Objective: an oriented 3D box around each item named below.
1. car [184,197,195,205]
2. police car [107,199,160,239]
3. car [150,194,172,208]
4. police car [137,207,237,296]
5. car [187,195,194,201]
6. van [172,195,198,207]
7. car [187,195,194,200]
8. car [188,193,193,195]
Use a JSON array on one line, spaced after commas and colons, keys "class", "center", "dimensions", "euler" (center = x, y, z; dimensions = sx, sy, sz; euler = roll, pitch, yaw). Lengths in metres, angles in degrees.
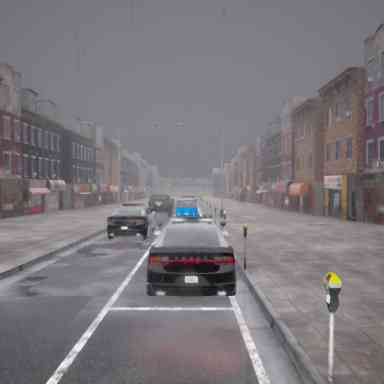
[{"class": "car", "center": [-0.395, 1.563, 58.737], "dimensions": [1.802, 1.307, 4.206], "euler": [-1, 0, 0]}, {"class": "police car", "center": [-3.018, 1.418, 17.458], "dimensions": [1.930, 1.638, 5.238], "euler": [0, 0, 0]}, {"class": "car", "center": [-2.924, 1.210, 31.757], "dimensions": [2.150, 2.045, 5.566], "euler": [0, 0, 0]}, {"class": "police car", "center": [-0.011, 1.421, 8.762], "dimensions": [1.930, 1.638, 5.238], "euler": [0, 0, 0]}, {"class": "car", "center": [-0.394, 1.543, 86.399], "dimensions": [1.947, 1.339, 4.313], "euler": [-1, 0, 0]}, {"class": "van", "center": [-0.402, 1.332, 25.542], "dimensions": [1.690, 1.788, 3.998], "euler": [-1, 0, 0]}, {"class": "car", "center": [-0.394, 1.542, 91.932], "dimensions": [1.947, 1.339, 4.313], "euler": [-1, 0, 0]}, {"class": "car", "center": [-0.402, 1.302, 36.607], "dimensions": [2.192, 1.841, 5.009], "euler": [-1, 0, 0]}]
